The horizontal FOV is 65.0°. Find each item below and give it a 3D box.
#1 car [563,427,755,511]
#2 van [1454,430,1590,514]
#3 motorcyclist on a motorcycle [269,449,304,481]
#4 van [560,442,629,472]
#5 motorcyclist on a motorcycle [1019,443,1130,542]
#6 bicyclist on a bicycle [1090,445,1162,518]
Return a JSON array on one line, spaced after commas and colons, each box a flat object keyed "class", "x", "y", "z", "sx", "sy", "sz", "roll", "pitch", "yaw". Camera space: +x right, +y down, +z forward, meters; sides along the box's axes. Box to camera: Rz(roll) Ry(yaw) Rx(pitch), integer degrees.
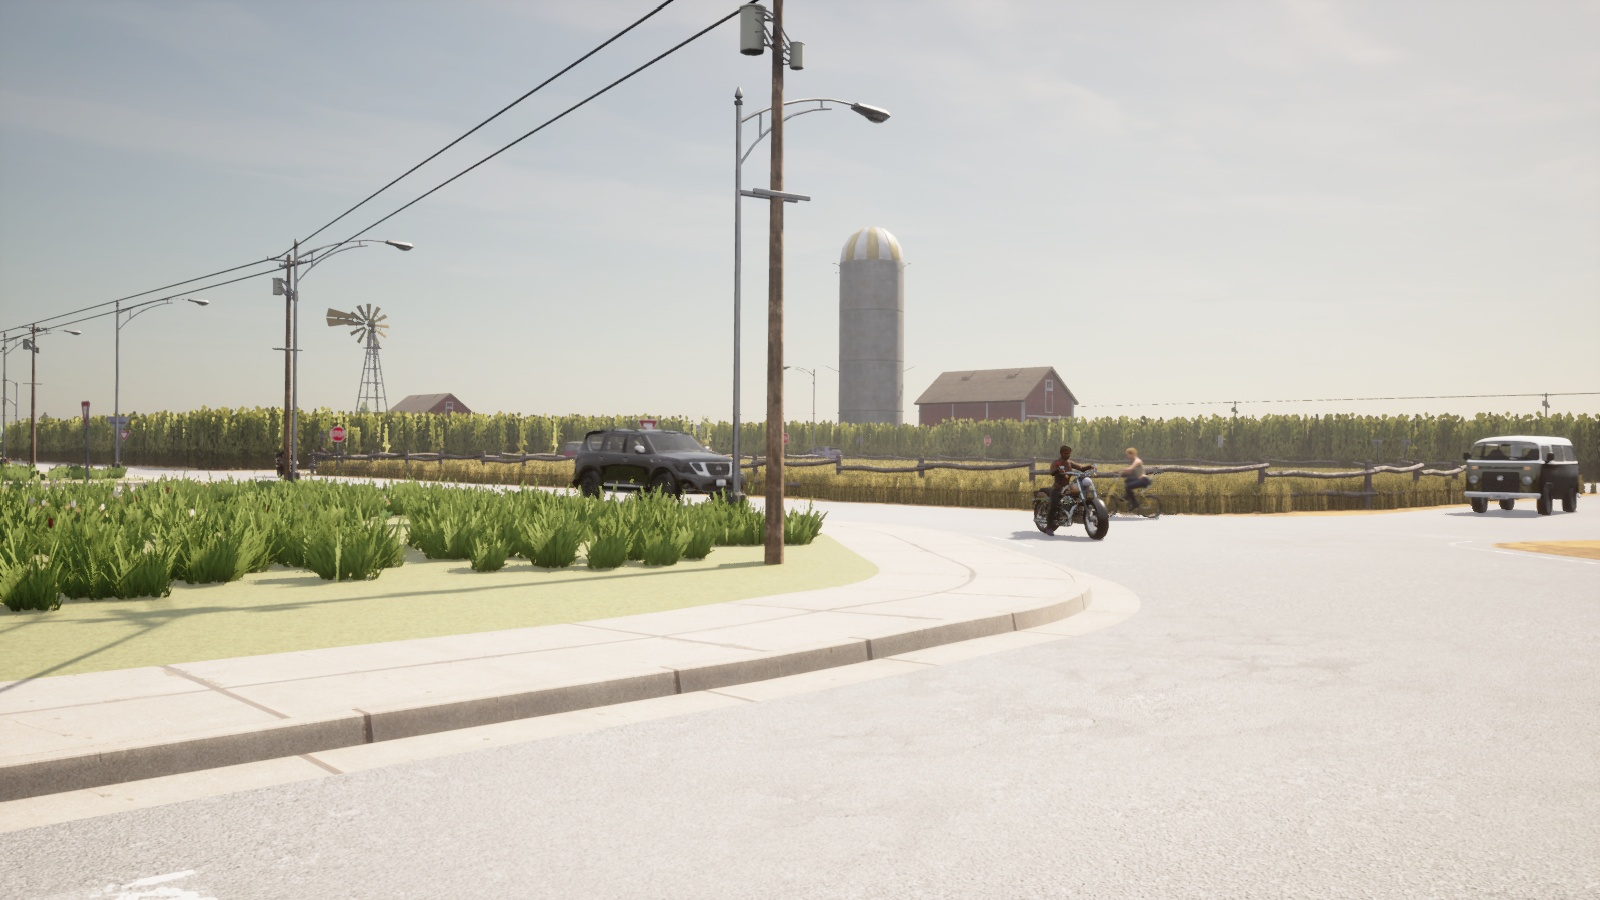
[{"class": "car", "x": -3.843, "y": 0.469, "z": 33.388, "sx": 2.150, "sy": 2.045, "sz": 5.566, "roll": 0, "pitch": 0, "yaw": -43}, {"class": "van", "x": 18.953, "y": 0.553, "z": 32.883, "sx": 2.069, "sy": 2.038, "sz": 4.480, "roll": 0, "pitch": 0, "yaw": 44}, {"class": "motorcyclist on a motorcycle", "x": -25.098, "y": 0.727, "z": 61.341, "sx": 0.866, "sy": 1.530, "sz": 2.191, "roll": 0, "pitch": 0, "yaw": -43}, {"class": "van", "x": -14.124, "y": 0.471, "z": 86.425, "sx": 4.442, "sy": 1.987, "sz": 1.775, "roll": 0, "pitch": 0, "yaw": -43}, {"class": "motorcyclist on a motorcycle", "x": 4.776, "y": 0.704, "z": 22.069, "sx": 0.766, "sy": 1.649, "sz": 2.350, "roll": 0, "pitch": 0, "yaw": -20}, {"class": "bicyclist on a bicycle", "x": 7.399, "y": 0.718, "z": 28.488, "sx": 1.509, "sy": 1.612, "sz": 0.866, "roll": 0, "pitch": -3, "yaw": 18}]
